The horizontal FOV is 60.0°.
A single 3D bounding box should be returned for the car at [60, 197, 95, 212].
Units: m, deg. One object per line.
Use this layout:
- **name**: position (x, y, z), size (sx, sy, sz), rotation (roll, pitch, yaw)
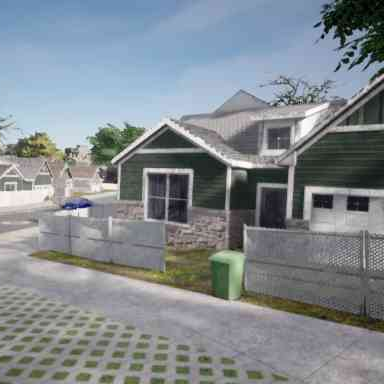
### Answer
- **car**: position (-10.711, 1.196, 31.548), size (1.882, 1.535, 5.008), rotation (3, 1, 1)
